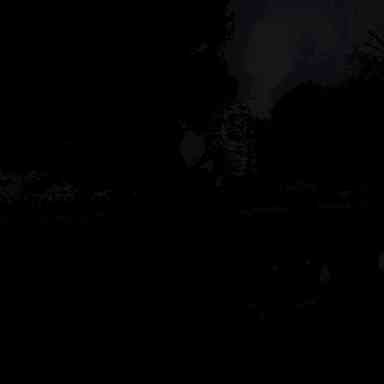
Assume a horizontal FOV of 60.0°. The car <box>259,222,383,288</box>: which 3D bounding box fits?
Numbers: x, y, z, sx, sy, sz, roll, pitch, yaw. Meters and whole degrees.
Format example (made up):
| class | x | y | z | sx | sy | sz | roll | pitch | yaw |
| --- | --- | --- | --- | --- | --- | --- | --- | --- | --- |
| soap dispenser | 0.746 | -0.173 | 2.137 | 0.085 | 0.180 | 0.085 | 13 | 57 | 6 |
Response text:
| class | x | y | z | sx | sy | sz | roll | pitch | yaw |
| --- | --- | --- | --- | --- | --- | --- | --- | --- | --- |
| car | 3.814 | 1.573 | 9.298 | 4.507 | 1.381 | 1.887 | 0 | 0 | -36 |
